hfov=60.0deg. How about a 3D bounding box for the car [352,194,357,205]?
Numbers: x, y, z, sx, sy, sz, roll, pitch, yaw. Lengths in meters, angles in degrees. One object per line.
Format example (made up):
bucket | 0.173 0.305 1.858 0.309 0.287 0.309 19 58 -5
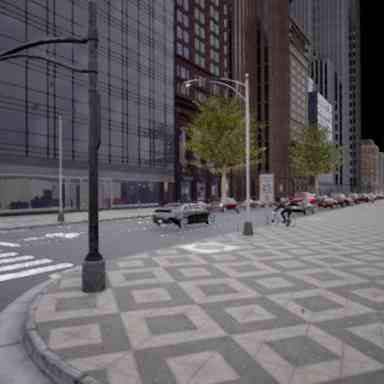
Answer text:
car | 23.206 1.369 50.288 1.947 1.339 4.313 0 0 35

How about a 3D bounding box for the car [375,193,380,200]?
car | 42.382 1.349 78.161 1.802 1.307 4.206 -1 0 35

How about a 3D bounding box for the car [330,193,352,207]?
car | 20.010 1.128 45.644 2.192 1.841 5.009 0 0 35

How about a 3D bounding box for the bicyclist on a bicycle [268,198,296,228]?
bicyclist on a bicycle | 4.994 1.171 18.590 1.656 1.620 0.582 -1 0 35

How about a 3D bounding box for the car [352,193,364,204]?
car | 26.402 1.109 54.934 2.192 1.841 5.009 0 0 35

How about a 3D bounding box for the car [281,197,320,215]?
car | 10.423 1.416 31.706 1.947 1.339 4.313 0 0 35

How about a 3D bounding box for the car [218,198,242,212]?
car | 3.401 1.351 36.542 1.967 1.590 4.097 0 0 35

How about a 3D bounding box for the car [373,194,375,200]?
car | 36.087 1.293 69.010 1.752 1.417 4.829 0 0 35

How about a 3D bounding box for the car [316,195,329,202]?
car | 28.973 1.410 73.711 1.802 1.307 4.206 0 0 35

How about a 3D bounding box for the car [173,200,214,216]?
car | 0.206 1.509 31.896 1.802 1.307 4.206 0 0 35

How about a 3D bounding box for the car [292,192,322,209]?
car | 13.996 1.066 41.437 2.150 2.045 5.566 0 0 35

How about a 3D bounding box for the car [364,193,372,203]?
car | 32.794 1.090 64.226 2.192 1.841 5.009 0 0 35

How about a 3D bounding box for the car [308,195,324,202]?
car | 25.778 1.402 69.066 1.947 1.339 4.313 0 0 35

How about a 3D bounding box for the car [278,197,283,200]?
car | 12.991 1.439 50.481 1.947 1.339 4.313 0 0 35

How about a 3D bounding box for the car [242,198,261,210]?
car | 6.599 1.479 41.188 1.802 1.307 4.206 0 0 35

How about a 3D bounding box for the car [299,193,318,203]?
car | 22.579 1.160 64.420 2.192 1.841 5.009 0 0 35

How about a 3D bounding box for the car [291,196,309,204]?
car | 19.384 1.399 59.773 1.887 1.381 4.507 0 0 35

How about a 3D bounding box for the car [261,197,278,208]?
car | 9.698 1.410 45.694 1.752 1.417 4.829 0 0 35

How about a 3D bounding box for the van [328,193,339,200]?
van | 35.364 1.169 83.005 1.690 1.788 3.998 -1 0 35

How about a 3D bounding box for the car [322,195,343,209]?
car | 16.814 1.368 40.997 1.887 1.381 4.507 0 0 35

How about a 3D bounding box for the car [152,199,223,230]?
car | -0.389 1.407 20.598 2.128 1.511 4.902 0 0 35
